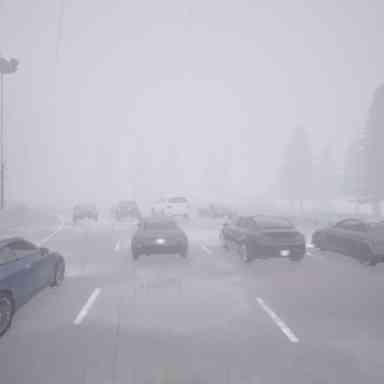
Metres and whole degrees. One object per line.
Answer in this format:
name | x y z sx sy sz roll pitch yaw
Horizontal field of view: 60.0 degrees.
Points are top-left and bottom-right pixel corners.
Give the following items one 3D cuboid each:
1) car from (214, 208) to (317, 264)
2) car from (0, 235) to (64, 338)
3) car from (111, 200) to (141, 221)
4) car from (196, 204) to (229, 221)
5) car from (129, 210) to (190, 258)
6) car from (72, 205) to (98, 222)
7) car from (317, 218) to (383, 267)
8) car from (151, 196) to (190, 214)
car | 2.342 1.533 12.057 1.837 1.490 4.892 0 0 -8
car | -3.967 1.566 6.437 1.812 1.442 4.674 0 0 -5
car | -5.878 1.477 29.238 2.097 1.767 4.553 0 0 -20
car | 1.940 1.685 28.352 1.895 1.301 4.718 0 0 -19
car | -1.345 1.614 13.061 1.994 1.385 4.181 0 0 -9
car | -9.011 1.736 27.860 1.895 1.301 4.718 0 0 -21
car | 5.938 1.574 11.556 1.994 1.385 4.181 0 0 -8
car | -1.929 1.326 28.826 2.150 2.045 5.566 0 0 -20
